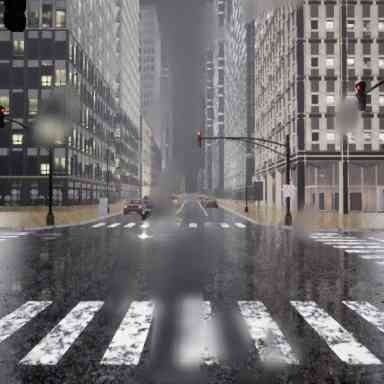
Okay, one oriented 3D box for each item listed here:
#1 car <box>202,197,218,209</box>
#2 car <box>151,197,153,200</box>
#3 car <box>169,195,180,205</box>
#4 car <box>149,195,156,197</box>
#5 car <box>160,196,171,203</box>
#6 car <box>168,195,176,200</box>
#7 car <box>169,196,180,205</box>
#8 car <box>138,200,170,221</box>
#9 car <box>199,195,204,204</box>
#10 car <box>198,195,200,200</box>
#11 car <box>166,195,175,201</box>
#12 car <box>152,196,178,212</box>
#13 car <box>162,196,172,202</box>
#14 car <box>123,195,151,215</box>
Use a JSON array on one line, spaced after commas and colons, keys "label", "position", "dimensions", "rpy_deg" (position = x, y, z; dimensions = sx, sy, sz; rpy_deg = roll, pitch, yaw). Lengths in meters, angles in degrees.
[{"label": "car", "position": [2.661, 1.599, 45.037], "dimensions": [1.802, 1.307, 4.206], "rpy_deg": [1, 0, 0]}, {"label": "car", "position": [-5.714, 1.597, 39.392], "dimensions": [1.802, 1.307, 4.206], "rpy_deg": [1, 0, 0]}, {"label": "car", "position": [-3.137, 1.371, 49.382], "dimensions": [2.097, 1.767, 4.553], "rpy_deg": [0, 0, 0]}, {"label": "car", "position": [-5.714, 1.332, 44.967], "dimensions": [2.192, 1.841, 5.009], "rpy_deg": [1, 0, 0]}, {"label": "car", "position": [-5.744, 1.573, 72.843], "dimensions": [1.887, 1.381, 4.507], "rpy_deg": [1, 0, 0]}, {"label": "car", "position": [-5.766, 1.605, 95.143], "dimensions": [1.947, 1.339, 4.313], "rpy_deg": [1, 0, 0]}, {"label": "car", "position": [-3.103, 1.528, 59.791], "dimensions": [1.837, 1.490, 4.892], "rpy_deg": [0, 0, 1]}, {"label": "car", "position": [-2.984, 1.611, 26.852], "dimensions": [1.895, 1.301, 4.718], "rpy_deg": [0, 0, -3]}, {"label": "car", "position": [2.652, 1.547, 56.362], "dimensions": [1.752, 1.417, 4.829], "rpy_deg": [1, 0, 0]}, {"label": "car", "position": [2.646, 1.590, 61.770], "dimensions": [1.947, 1.339, 4.313], "rpy_deg": [1, 0, 0]}, {"label": "car", "position": [-5.760, 1.587, 89.568], "dimensions": [2.008, 1.369, 4.403], "rpy_deg": [1, 0, 0]}, {"label": "car", "position": [-3.130, 1.562, 38.888], "dimensions": [2.033, 1.411, 5.357], "rpy_deg": [0, 0, 0]}, {"label": "car", "position": [-5.749, 1.582, 78.418], "dimensions": [2.008, 1.369, 4.403], "rpy_deg": [1, 0, 0]}, {"label": "car", "position": [-5.706, 1.453, 33.817], "dimensions": [1.967, 1.590, 4.097], "rpy_deg": [1, 0, 0]}]
